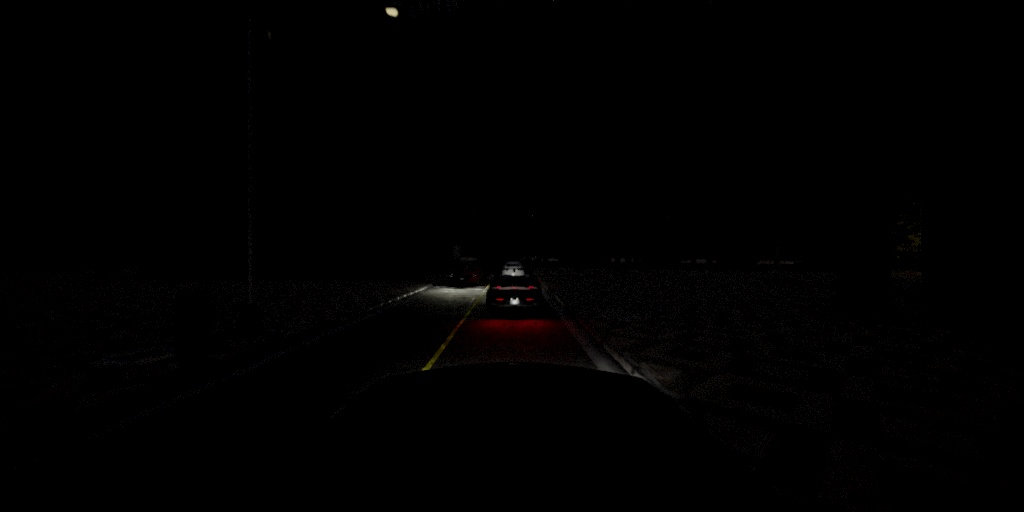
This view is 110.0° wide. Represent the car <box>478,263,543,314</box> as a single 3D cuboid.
[{"bbox_3d":[0.090,1.203,13.576,2.128,1.511,4.902,0,0,0],"label":"car"}]

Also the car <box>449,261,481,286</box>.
[{"bbox_3d":[-3.100,1.149,24.728,1.882,1.535,5.008,0,0,0],"label":"car"}]
